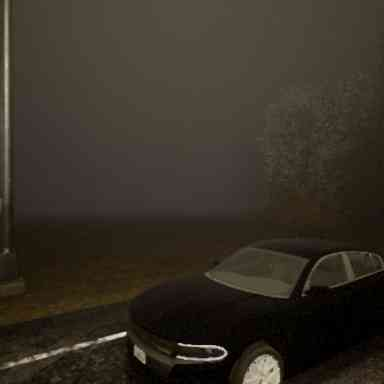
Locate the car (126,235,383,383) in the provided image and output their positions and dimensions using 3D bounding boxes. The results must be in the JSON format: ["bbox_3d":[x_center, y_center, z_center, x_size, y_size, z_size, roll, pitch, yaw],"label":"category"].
[{"bbox_3d":[1.486,1.475,4.993,5.008,1.535,1.882,0,0,-35],"label":"car"}]
